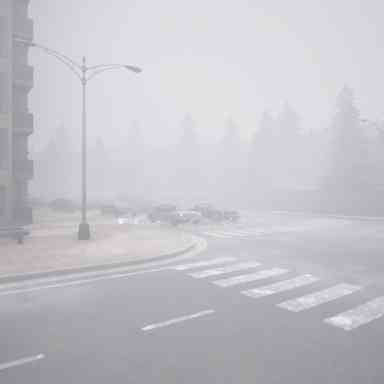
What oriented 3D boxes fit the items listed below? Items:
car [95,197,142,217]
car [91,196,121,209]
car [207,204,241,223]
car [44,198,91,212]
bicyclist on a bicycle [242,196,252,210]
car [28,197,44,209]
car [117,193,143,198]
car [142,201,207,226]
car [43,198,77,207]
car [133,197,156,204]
[{"bbox_3d":[-6.790,1.470,30.355,1.812,1.442,4.674,0,0,-38],"label":"car"},{"bbox_3d":[-10.650,1.508,39.240,4.181,1.385,1.994,0,0,36],"label":"car"},{"bbox_3d":[1.479,1.545,25.092,1.895,1.301,4.718,0,0,-36],"label":"car"},{"bbox_3d":[-14.048,1.449,37.508,4.892,1.490,1.837,0,0,32],"label":"car"},{"bbox_3d":[6.195,1.245,37.441,1.656,1.620,0.582,0,0,-36],"label":"bicyclist on a bicycle"},{"bbox_3d":[-20.738,1.448,44.435,4.892,1.490,1.837,0,0,18],"label":"car"},{"bbox_3d":[-8.376,1.166,42.329,5.566,2.045,2.150,0,0,38],"label":"car"},{"bbox_3d":[-1.320,1.545,23.000,1.895,1.301,4.718,0,0,-36],"label":"car"},{"bbox_3d":[-20.415,1.545,51.589,4.718,1.301,1.895,0,0,13],"label":"car"},{"bbox_3d":[-3.795,1.508,32.100,1.994,1.385,4.181,0,0,-39],"label":"car"}]
